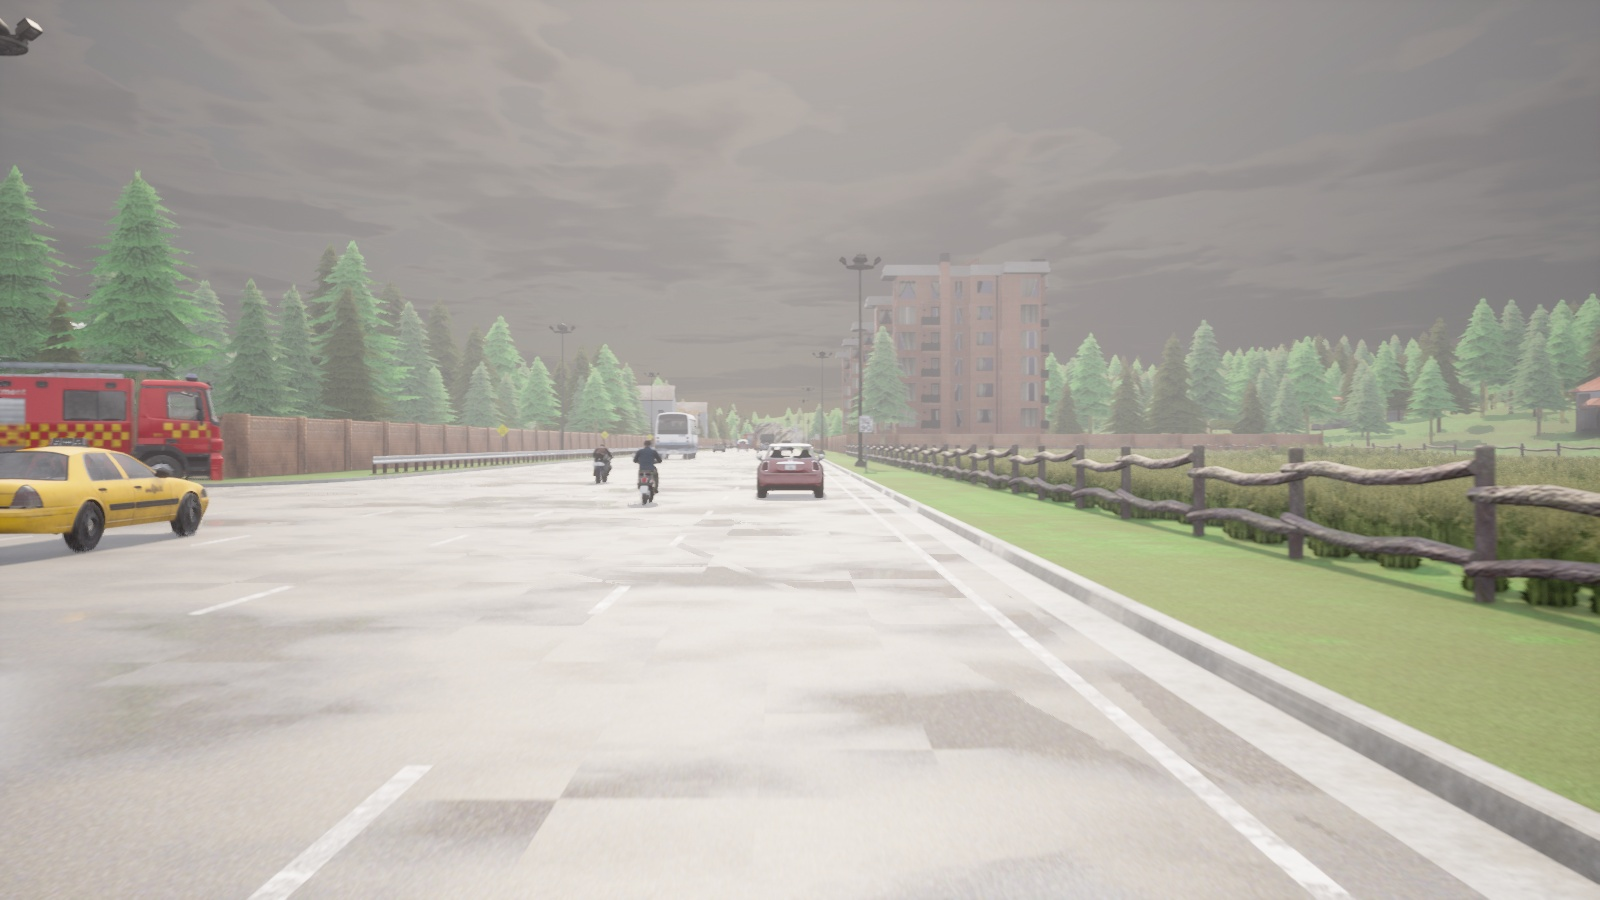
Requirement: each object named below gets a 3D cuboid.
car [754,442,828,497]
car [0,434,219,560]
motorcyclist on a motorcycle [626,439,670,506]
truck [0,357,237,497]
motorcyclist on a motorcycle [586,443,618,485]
[{"bbox_3d":[-0.257,0.511,35.628,1.970,1.475,3.806,0,0,0],"label":"car"},{"bbox_3d":[-10.613,0.574,18.355,1.801,1.575,5.366,0,0,0],"label":"car"},{"bbox_3d":[-3.717,0.524,30.778,0.866,1.590,1.817,0,0,0],"label":"motorcyclist on a motorcycle"},{"bbox_3d":[-21.027,-0.639,36.417,8.468,3.827,2.891,0,1,-27],"label":"truck"},{"bbox_3d":[-7.350,0.512,46.781,0.866,1.530,2.191,0,0,0],"label":"motorcyclist on a motorcycle"}]
